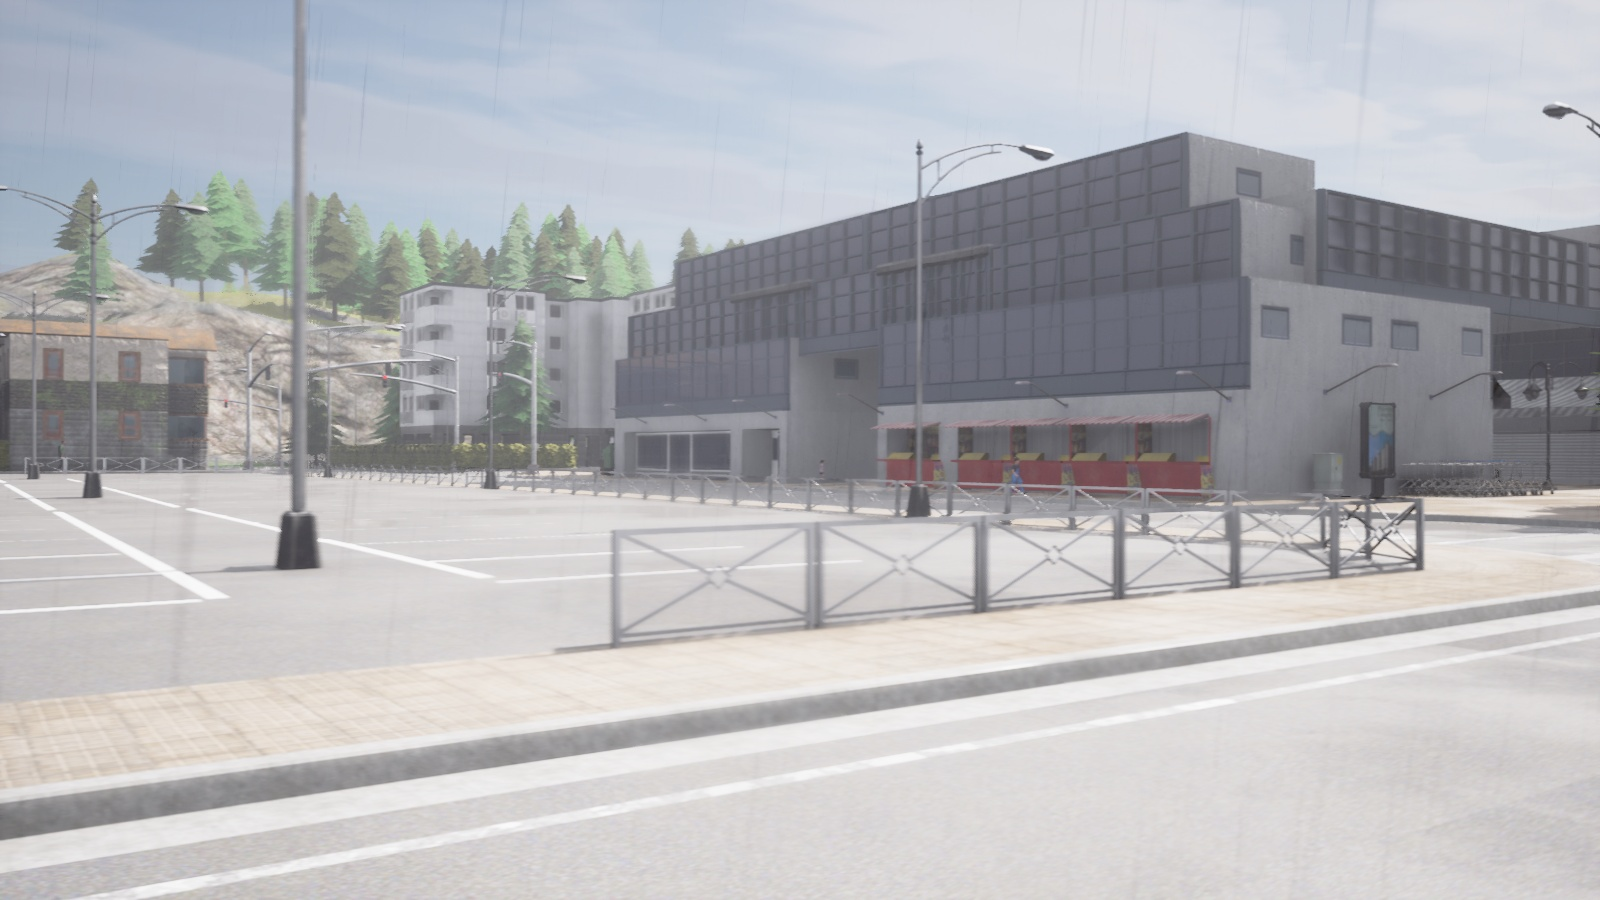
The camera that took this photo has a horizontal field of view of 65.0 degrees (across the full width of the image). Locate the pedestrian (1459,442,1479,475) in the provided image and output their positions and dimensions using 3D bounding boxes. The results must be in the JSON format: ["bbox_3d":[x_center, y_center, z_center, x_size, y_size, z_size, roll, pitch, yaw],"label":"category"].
[{"bbox_3d":[38.800,0.487,72.814,0.563,1.883,0.849,0,0,-36],"label":"pedestrian"}]

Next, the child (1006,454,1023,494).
[{"bbox_3d":[6.737,0.753,39.429,0.270,1.263,0.437,0,0,-37],"label":"child"}]
